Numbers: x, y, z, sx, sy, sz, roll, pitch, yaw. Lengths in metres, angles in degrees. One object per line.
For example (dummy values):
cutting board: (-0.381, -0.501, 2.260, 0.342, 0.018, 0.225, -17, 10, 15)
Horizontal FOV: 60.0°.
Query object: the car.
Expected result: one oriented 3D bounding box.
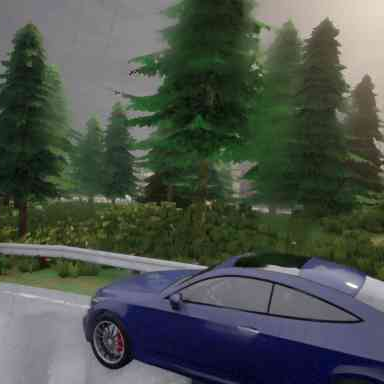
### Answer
car: (0.752, 1.499, 4.100, 4.674, 1.442, 1.812, 1, 1, 31)
